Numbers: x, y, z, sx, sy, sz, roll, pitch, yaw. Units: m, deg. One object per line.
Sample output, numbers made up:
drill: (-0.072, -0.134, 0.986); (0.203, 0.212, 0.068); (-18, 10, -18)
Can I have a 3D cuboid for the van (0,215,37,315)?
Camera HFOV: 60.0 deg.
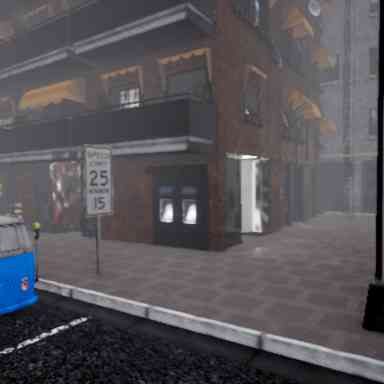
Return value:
van: (-4.500, 1.259, 5.851); (3.998, 1.788, 1.690); (0, 3, 33)
